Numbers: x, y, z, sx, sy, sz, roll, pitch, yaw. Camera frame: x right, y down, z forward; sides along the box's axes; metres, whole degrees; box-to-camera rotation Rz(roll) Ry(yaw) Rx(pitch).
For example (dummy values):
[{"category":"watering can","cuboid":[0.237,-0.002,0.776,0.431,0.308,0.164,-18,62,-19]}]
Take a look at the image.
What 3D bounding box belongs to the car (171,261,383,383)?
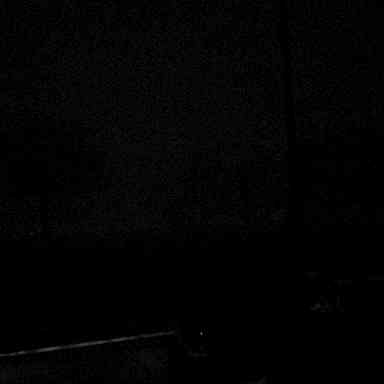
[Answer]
[{"category":"car","cuboid":[2.061,1.873,5.314,4.718,1.301,1.895,-2,-4,-13]}]
